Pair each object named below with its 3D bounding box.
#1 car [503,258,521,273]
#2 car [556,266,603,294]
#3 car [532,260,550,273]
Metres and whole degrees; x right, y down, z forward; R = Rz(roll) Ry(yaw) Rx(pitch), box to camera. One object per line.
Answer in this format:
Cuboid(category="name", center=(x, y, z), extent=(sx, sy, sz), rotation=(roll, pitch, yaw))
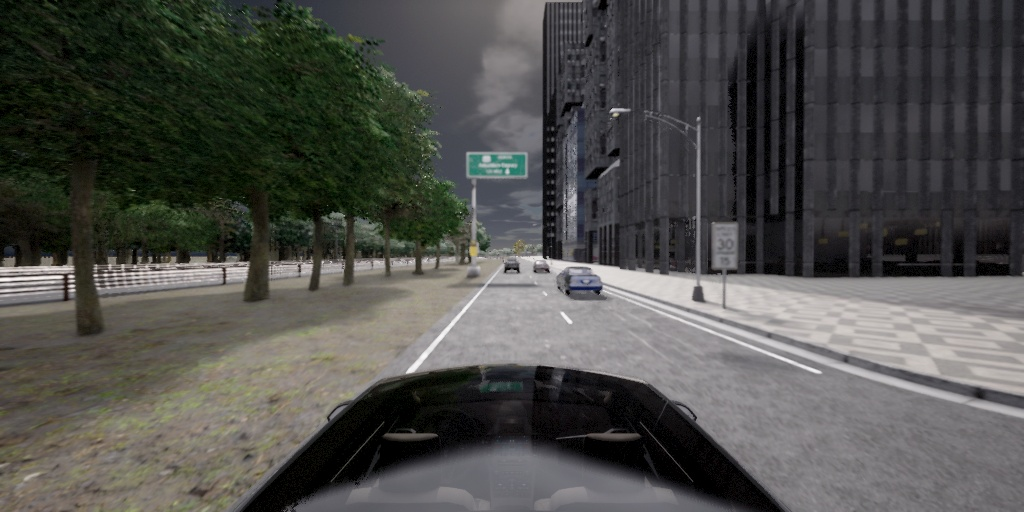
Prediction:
Cuboid(category="car", center=(-0.006, 1.199, 41.832), extent=(1.837, 1.490, 4.892), rotation=(0, 0, 0))
Cuboid(category="car", center=(3.598, 1.282, 19.874), extent=(2.033, 1.411, 5.357), rotation=(0, 0, 0))
Cuboid(category="car", center=(3.504, 1.239, 43.292), extent=(2.033, 1.411, 5.357), rotation=(0, 0, 0))
